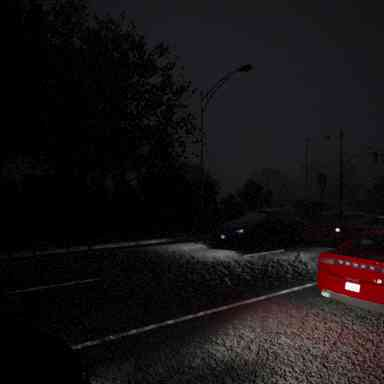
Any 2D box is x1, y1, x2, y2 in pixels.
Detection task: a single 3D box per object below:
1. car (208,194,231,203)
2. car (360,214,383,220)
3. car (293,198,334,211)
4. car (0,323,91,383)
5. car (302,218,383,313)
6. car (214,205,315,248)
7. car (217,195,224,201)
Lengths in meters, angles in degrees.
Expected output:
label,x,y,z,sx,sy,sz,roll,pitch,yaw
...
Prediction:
label,x,y,z,sx,sy,sz,roll,pitch,yaw
car,5.469,1.310,67.653,2.128,1.511,4.902,0,1,-33
car,7.988,1.600,13.943,4.718,1.301,1.895,0,0,-35
car,14.466,1.476,39.825,1.882,1.535,5.008,0,0,-33
car,-2.985,1.492,1.625,4.902,1.511,2.128,0,0,-35
car,4.768,1.477,7.124,5.008,1.535,1.882,0,0,-35
car,3.144,1.525,14.798,4.674,1.442,1.812,0,0,-35
car,3.918,1.453,56.637,1.812,1.442,4.674,0,1,-32
